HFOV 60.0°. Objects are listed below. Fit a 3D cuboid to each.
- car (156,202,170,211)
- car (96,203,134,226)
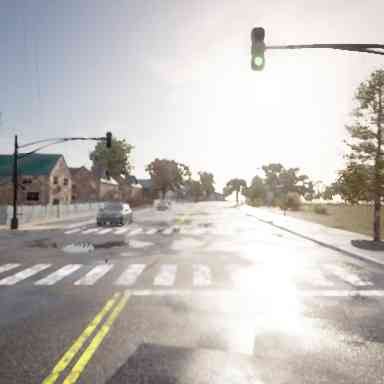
[{"bbox_3d":[-4.739,2.335,55.650,1.812,1.442,4.674,0,-1,3],"label":"car"},{"bbox_3d":[-6.077,1.714,26.558,2.097,1.767,4.553,0,-1,2],"label":"car"}]
